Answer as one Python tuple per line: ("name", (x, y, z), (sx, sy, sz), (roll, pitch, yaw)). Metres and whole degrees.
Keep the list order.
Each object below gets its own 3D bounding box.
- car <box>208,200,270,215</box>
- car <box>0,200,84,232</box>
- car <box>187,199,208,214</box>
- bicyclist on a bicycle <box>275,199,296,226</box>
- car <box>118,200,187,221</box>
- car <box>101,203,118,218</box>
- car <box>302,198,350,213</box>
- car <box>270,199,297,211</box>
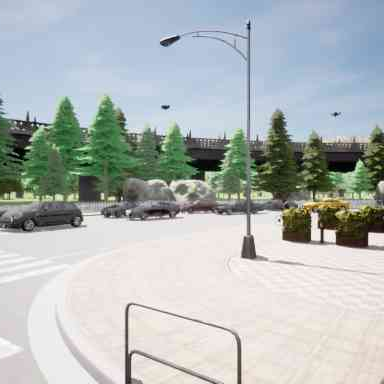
("car", (4.683, 1.492, 33.045), (5.357, 1.411, 2.033), (0, 0, -26))
("car", (-8.940, 1.297, 20.050), (2.097, 1.767, 4.553), (0, 0, 37))
("car", (0.808, 1.470, 34.699), (4.674, 1.442, 1.812), (0, 0, -30))
("bicyclist on a bicycle", (5.581, 1.245, 19.574), (0.582, 1.620, 1.656), (0, 0, -44))
("car", (-3.144, 1.436, 27.121), (4.902, 1.511, 2.128), (0, 0, -44))
("car", (-5.844, 1.508, 29.215), (1.994, 1.385, 4.181), (0, 0, 45))
("car", (14.555, 1.422, 36.275), (5.008, 1.535, 1.882), (0, 0, -7))
("car", (10.097, 1.508, 38.755), (4.181, 1.385, 1.994), (0, 0, -13))
